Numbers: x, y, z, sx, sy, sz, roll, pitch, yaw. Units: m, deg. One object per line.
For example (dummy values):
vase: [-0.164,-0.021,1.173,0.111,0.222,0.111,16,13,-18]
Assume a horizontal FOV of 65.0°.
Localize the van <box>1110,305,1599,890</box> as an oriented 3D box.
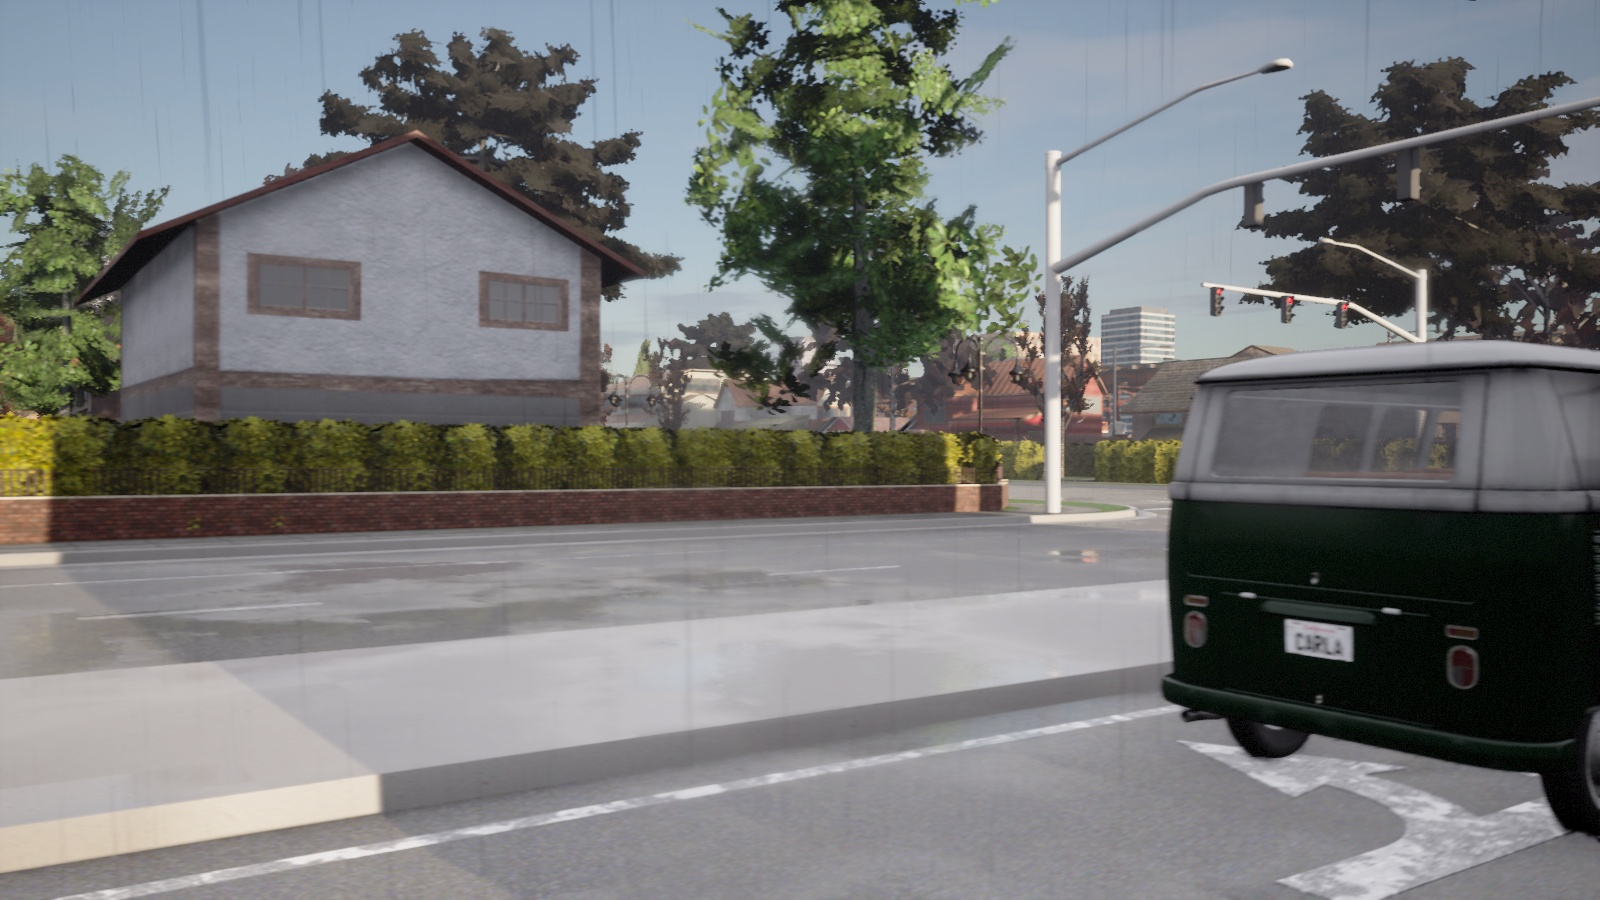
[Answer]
van: [3.747,0.504,6.268,4.442,1.987,1.775,0,0,-35]
